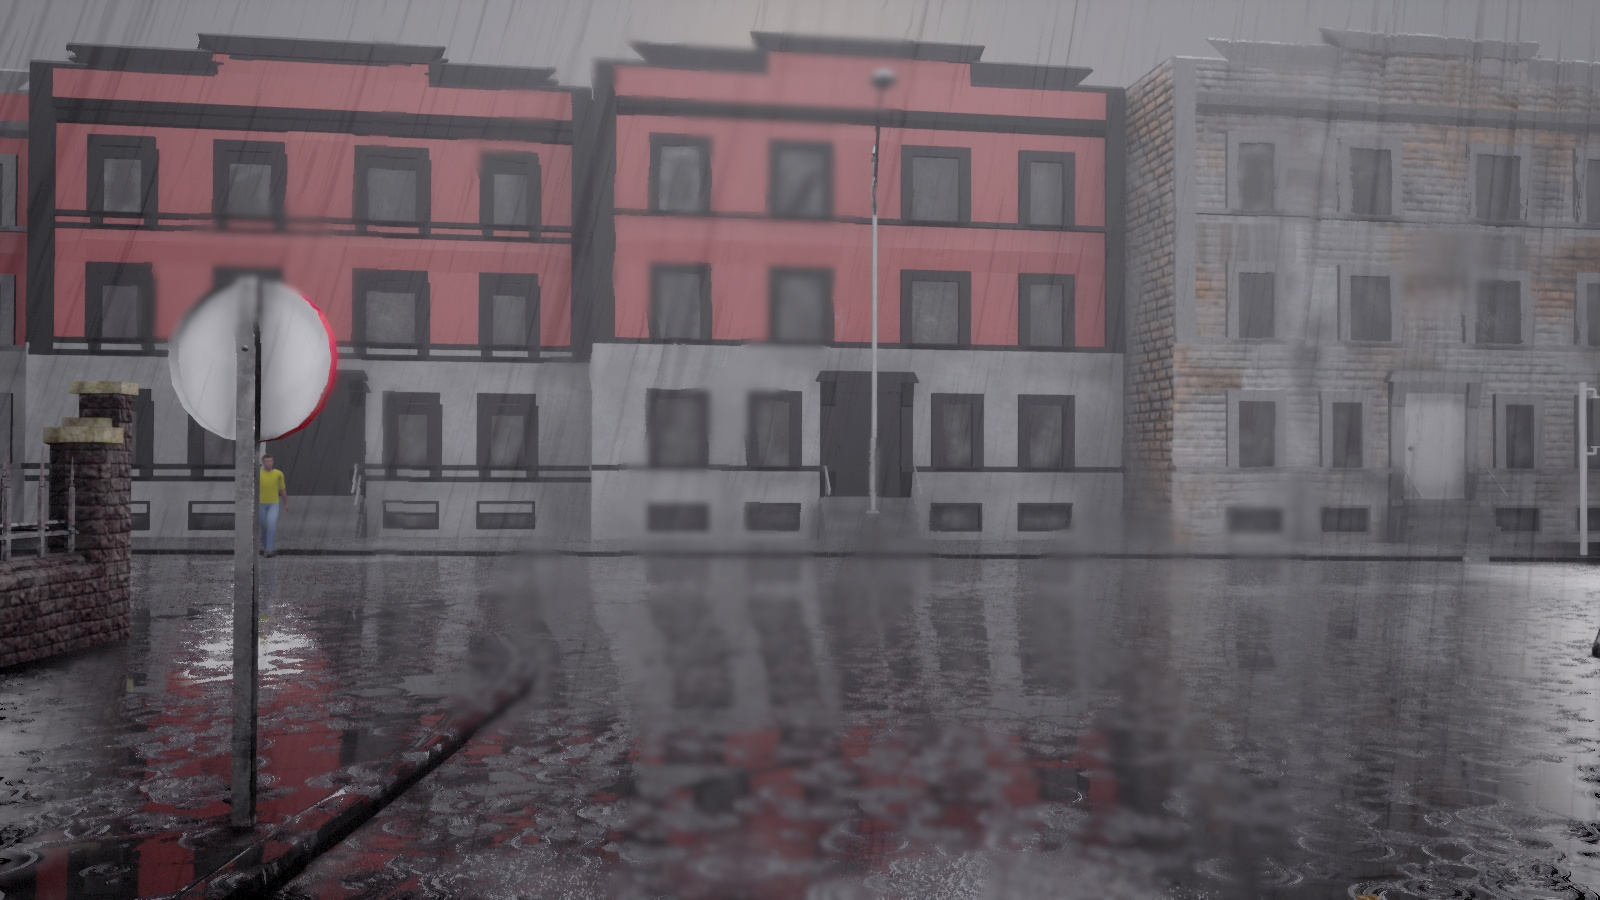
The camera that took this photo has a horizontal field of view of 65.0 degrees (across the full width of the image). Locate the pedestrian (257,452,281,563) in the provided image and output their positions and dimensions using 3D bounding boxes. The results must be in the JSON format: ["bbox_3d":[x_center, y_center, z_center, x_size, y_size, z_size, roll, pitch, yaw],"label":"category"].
[{"bbox_3d":[-8.983,0.965,21.262,0.354,1.836,0.706,0,-1,-22],"label":"pedestrian"}]
